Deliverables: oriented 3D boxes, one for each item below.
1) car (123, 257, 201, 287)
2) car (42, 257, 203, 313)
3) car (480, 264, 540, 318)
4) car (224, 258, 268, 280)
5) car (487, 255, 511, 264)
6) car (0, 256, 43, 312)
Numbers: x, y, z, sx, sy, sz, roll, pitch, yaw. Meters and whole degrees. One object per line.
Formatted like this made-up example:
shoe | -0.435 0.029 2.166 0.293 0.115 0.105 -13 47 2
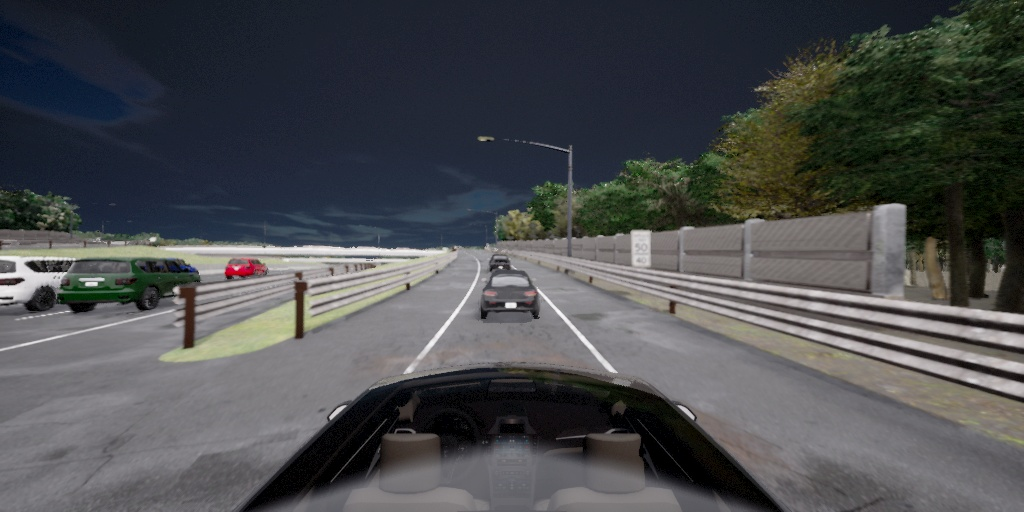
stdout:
car | -26.913 1.161 27.901 2.150 2.045 5.566 1 -1 -19
car | -15.200 1.075 14.767 2.150 2.045 5.566 1 -1 -19
car | -0.095 1.192 12.432 1.812 1.442 4.674 0 1 -2
car | -25.484 1.257 34.576 2.150 2.045 5.566 1 -1 -19
car | -1.120 0.606 31.919 1.837 1.490 4.892 0 2 -4
car | -18.626 1.048 14.287 2.150 2.045 5.566 1 -1 -19
